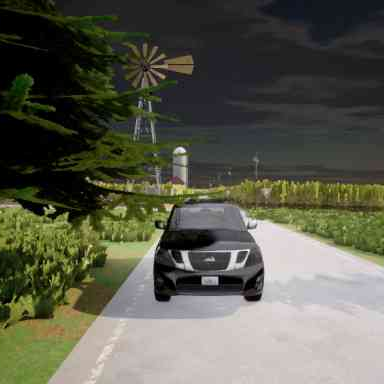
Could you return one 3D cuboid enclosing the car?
[{"bbox_3d":[0.334,1.221,8.660,2.150,2.045,5.566,0,0,0],"label":"car"}]
